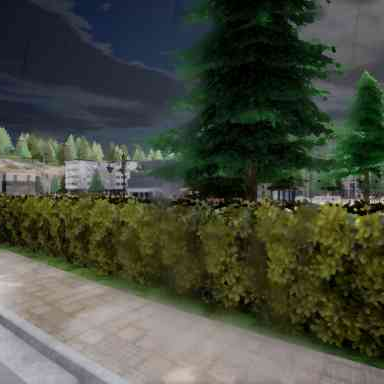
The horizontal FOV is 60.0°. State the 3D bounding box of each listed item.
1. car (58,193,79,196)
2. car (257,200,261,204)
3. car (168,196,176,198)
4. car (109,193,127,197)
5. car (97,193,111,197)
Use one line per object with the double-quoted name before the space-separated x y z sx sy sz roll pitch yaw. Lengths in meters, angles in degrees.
"car" -28.384 1.154 79.464 2.152 1.636 5.027 0 0 43
"car" 9.633 1.352 44.218 2.097 1.767 4.553 0 0 43
"car" -3.312 1.374 56.078 1.845 1.501 3.633 0 0 43
"car" -10.580 1.384 52.743 1.970 1.475 3.806 0 0 43
"car" -16.705 1.097 68.962 1.932 1.855 4.605 0 0 43
